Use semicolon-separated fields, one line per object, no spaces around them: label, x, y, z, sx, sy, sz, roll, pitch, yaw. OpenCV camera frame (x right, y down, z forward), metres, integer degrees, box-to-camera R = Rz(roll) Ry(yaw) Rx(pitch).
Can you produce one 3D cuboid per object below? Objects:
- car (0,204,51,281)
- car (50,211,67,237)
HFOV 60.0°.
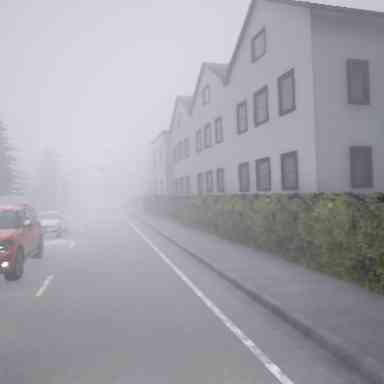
car;-6.284;1.475;10.696;2.150;2.045;5.566;-2;0;-15
car;-8.782;1.894;20.289;1.812;1.442;4.674;-2;0;-14
